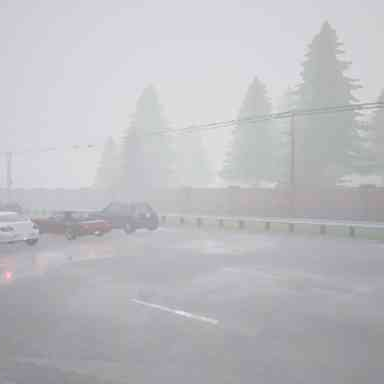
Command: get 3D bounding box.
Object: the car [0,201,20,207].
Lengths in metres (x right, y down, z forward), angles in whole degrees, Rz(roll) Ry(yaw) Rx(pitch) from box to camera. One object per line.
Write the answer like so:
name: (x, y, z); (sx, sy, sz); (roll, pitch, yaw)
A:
car: (-16.423, 1.514, 28.481); (4.892, 1.490, 1.837); (0, 0, 36)

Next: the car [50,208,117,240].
car: (-6.268, 1.614, 16.938); (4.718, 1.301, 1.895); (0, 0, 36)

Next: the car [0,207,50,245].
car: (-8.276, 1.530, 14.072); (4.674, 1.442, 1.812); (0, 0, 36)

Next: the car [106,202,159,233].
car: (-4.186, 1.363, 19.753); (4.553, 1.767, 2.097); (0, 0, 36)
